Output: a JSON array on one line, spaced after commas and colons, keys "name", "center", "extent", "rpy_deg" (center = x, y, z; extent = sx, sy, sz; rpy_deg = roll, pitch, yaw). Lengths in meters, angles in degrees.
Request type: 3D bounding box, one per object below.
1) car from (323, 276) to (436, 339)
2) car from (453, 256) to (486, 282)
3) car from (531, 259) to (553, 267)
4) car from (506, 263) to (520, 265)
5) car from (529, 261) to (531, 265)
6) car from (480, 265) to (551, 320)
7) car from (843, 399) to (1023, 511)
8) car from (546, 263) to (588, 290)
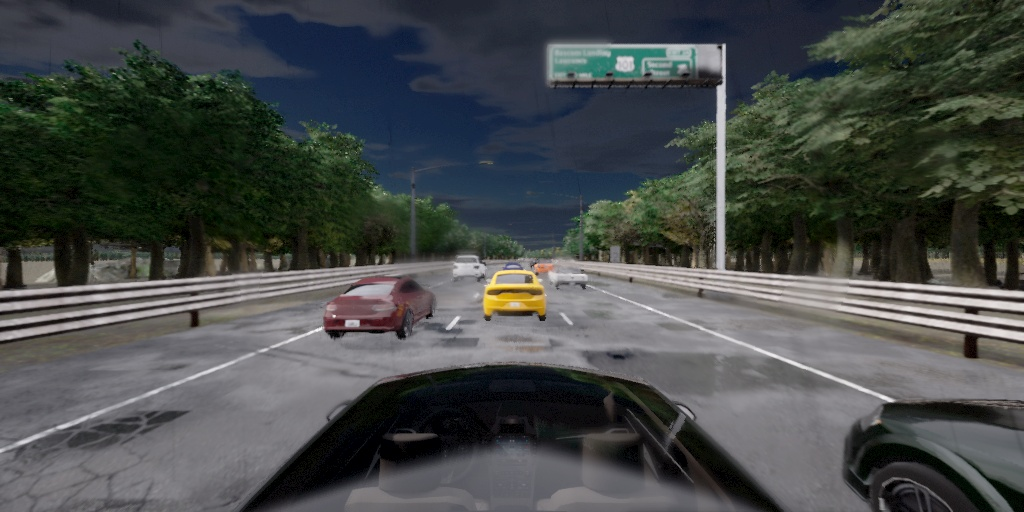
[{"name": "car", "center": [-3.415, 1.281, 9.963], "extent": [1.812, 1.442, 4.674], "rpy_deg": [0, 0, 0]}, {"name": "car", "center": [-3.398, 1.023, 29.327], "extent": [2.150, 2.045, 5.566], "rpy_deg": [0, 0, 0]}, {"name": "car", "center": [3.539, 1.144, 38.869], "extent": [2.097, 1.767, 4.553], "rpy_deg": [0, 0, 1]}, {"name": "car", "center": [0.109, 1.335, 31.086], "extent": [1.812, 1.442, 4.674], "rpy_deg": [0, 0, 0]}, {"name": "car", "center": [4.024, 1.412, 60.718], "extent": [1.837, 1.490, 4.892], "rpy_deg": [0, -1, 2]}, {"name": "car", "center": [0.097, 1.237, 12.685], "extent": [1.882, 1.535, 5.008], "rpy_deg": [0, 0, 0]}, {"name": "car", "center": [3.500, 1.263, 0.950], "extent": [1.994, 1.385, 4.181], "rpy_deg": [0, 0, 0]}, {"name": "car", "center": [3.494, 1.329, 22.991], "extent": [1.895, 1.301, 4.718], "rpy_deg": [0, 0, 0]}]
